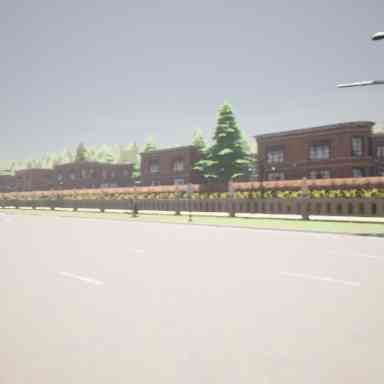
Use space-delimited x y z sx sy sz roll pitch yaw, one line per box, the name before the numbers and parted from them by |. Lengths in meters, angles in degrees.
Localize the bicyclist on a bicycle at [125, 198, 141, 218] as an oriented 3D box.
bicyclist on a bicycle | -4.853 1.311 27.469 0.582 1.620 1.656 -1 1 41
